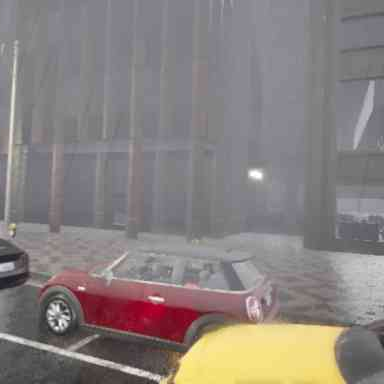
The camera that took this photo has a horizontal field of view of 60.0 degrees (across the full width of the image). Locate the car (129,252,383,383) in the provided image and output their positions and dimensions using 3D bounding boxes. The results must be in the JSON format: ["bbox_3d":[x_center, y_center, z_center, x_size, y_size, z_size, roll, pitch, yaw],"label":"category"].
[{"bbox_3d":[2.319,1.633,2.484,5.366,1.575,1.801,1,-2,23],"label":"car"}]

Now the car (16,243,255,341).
[{"bbox_3d":[-0.643,1.600,5.741,4.097,1.590,1.967,1,-2,23],"label":"car"}]

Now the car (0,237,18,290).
[{"bbox_3d":[-5.885,1.592,7.929,4.313,1.339,1.947,1,-2,23],"label":"car"}]
